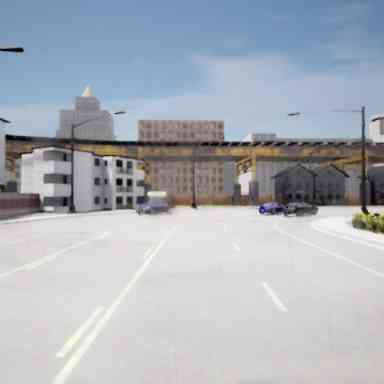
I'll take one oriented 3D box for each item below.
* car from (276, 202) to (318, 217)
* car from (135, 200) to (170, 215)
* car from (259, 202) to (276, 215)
[{"bbox_3d":[12.032,1.897,36.870,4.902,1.511,2.128,0,-1,-38],"label":"car"},{"bbox_3d":[-4.571,1.780,39.100,2.097,1.767,4.553,0,-1,32],"label":"car"},{"bbox_3d":[9.877,1.960,39.658,4.674,1.442,1.812,0,-1,-39],"label":"car"}]
